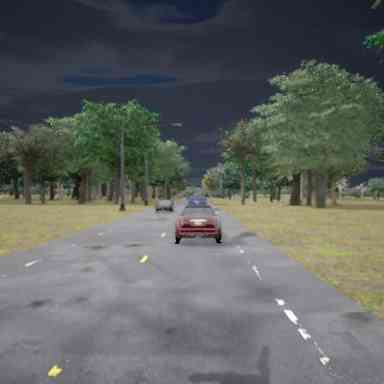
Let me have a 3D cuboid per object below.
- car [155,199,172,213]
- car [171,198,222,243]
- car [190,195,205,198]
[{"bbox_3d":[-3.078,1.605,38.597,1.882,1.535,5.008,0,0,1],"label":"car"},{"bbox_3d":[0.297,1.387,16.550,2.097,1.767,4.553,0,0,1],"label":"car"},{"bbox_3d":[0.611,1.340,39.187,2.150,2.045,5.566,0,0,1],"label":"car"}]
